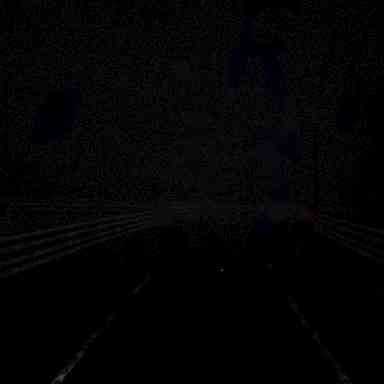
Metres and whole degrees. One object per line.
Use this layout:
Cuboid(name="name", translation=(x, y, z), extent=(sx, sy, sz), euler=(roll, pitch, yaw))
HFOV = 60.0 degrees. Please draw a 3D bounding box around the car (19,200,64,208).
Cuboid(name="car", translation=(-18.147, 1.776, 40.936), extent=(4.553, 1.767, 2.097), euler=(3, -5, -43))
